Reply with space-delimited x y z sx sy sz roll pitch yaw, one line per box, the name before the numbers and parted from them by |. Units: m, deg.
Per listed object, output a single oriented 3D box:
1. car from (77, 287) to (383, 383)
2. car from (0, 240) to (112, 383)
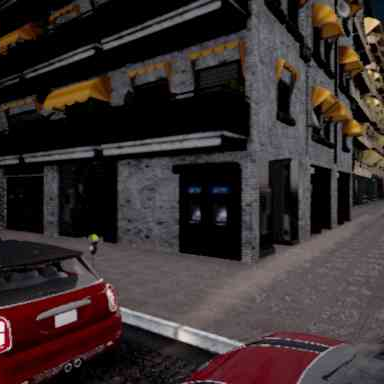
car | 1.567 1.441 1.601 4.097 1.590 1.967 0 0 36
car | -2.987 1.432 4.851 4.097 1.590 1.967 0 0 36
